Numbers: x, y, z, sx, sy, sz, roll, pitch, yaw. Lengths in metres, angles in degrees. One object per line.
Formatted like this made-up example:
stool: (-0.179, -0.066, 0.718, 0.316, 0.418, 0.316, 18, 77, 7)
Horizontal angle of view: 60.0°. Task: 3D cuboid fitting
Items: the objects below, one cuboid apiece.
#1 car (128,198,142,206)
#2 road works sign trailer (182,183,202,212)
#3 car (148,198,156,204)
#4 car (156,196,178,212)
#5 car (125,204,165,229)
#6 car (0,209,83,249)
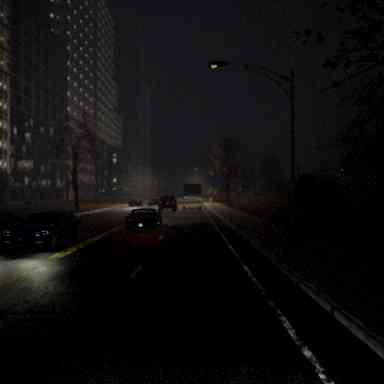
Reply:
car: (-9.746, 1.834, 57.301, 2.128, 1.511, 4.902, 0, 0, 1)
road works sign trailer: (0.024, 0.711, 42.325, 2.380, 3.560, 2.880, 0, 0, 0)
car: (-6.495, 1.839, 57.299, 1.837, 1.490, 4.892, 0, 0, 1)
car: (-3.124, 1.479, 43.964, 2.150, 2.045, 5.566, 0, 0, 0)
car: (-3.137, 1.733, 22.469, 1.895, 1.301, 4.718, 0, 0, 0)
car: (-6.588, 1.570, 15.283, 1.882, 1.535, 5.008, 0, 0, 0)
